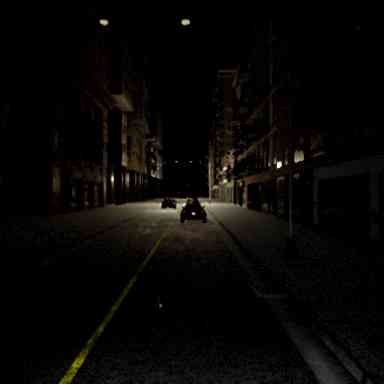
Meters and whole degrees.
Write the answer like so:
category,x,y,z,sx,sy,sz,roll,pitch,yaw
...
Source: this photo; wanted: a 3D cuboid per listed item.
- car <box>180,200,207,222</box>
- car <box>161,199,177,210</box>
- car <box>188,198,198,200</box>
category,x,y,z,sx,sy,sz,roll,pitch,yaw
car,0.113,1.571,26.338,1.994,1.385,4.181,0,0,0
car,-2.992,1.569,44.139,2.033,1.411,5.357,0,0,0
car,0.125,1.569,45.080,2.033,1.411,5.357,0,0,0
